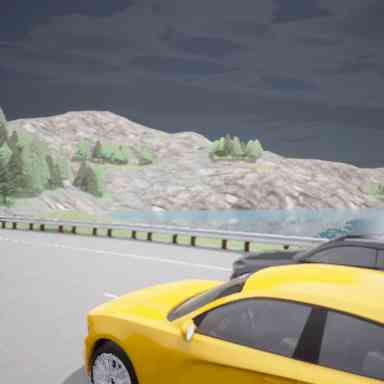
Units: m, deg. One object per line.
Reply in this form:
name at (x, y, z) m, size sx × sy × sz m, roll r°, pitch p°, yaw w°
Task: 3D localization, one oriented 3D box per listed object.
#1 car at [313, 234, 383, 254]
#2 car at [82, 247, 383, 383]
car at (2.940, 1.503, 6.053) m, size 4.674 × 1.442 × 1.812 m, roll 0°, pitch 0°, yaw 35°
car at (1.047, 1.466, 3.135) m, size 5.008 × 1.535 × 1.882 m, roll 0°, pitch 0°, yaw 35°
